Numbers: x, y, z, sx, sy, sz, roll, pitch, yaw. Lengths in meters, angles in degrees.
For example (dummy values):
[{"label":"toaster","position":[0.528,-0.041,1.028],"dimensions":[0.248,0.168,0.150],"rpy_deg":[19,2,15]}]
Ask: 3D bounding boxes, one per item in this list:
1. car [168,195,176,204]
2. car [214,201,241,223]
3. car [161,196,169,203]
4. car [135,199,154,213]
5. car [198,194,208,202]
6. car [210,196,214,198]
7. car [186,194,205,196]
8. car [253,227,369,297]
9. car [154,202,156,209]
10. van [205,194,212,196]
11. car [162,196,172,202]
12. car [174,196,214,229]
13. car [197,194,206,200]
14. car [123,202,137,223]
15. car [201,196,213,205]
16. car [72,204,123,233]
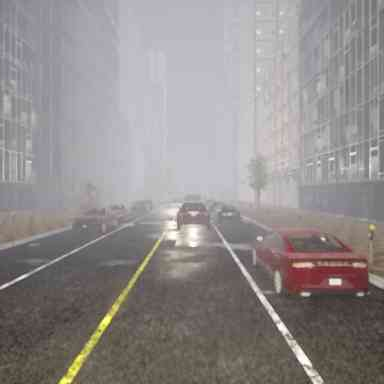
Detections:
[{"label":"car","position":[-3.032,1.626,65.866],"dimensions":[1.994,1.385,4.181],"rpy_deg":[0,0,0]},{"label":"car","position":[2.685,1.604,25.552],"dimensions":[1.947,1.339,4.313],"rpy_deg":[0,0,0]},{"label":"car","position":[-5.709,1.594,70.927],"dimensions":[1.752,1.417,4.829],"rpy_deg":[0,0,0]},{"label":"car","position":[-5.699,1.595,36.942],"dimensions":[1.887,1.381,4.507],"rpy_deg":[0,0,0]},{"label":"car","position":[2.670,1.384,82.474],"dimensions":[2.192,1.841,5.009],"rpy_deg":[0,0,0]},{"label":"car","position":[2.679,1.626,48.320],"dimensions":[1.947,1.339,4.313],"rpy_deg":[0,0,0]},{"label":"car","position":[0.087,1.277,40.681],"dimensions":[2.150,2.045,5.566],"rpy_deg":[0,0,0]},{"label":"car","position":[2.689,1.560,8.475],"dimensions":[1.887,1.381,4.507],"rpy_deg":[0,0,0]},{"label":"car","position":[-5.701,1.621,42.634],"dimensions":[1.947,1.339,4.313],"rpy_deg":[0,0,0]},{"label":"van","position":[2.677,1.404,54.014],"dimensions":[1.690,1.788,3.998],"rpy_deg":[0,0,0]},{"label":"car","position":[-5.710,1.620,76.791],"dimensions":[2.008,1.369,4.403],"rpy_deg":[0,0,0]},{"label":"car","position":[0.093,1.385,22.212],"dimensions":[2.097,1.767,4.553],"rpy_deg":[0,0,0]},{"label":"car","position":[2.667,1.383,93.859],"dimensions":[2.192,1.841,5.009],"rpy_deg":[0,0,0]},{"label":"car","position":[-5.696,1.620,25.557],"dimensions":[1.802,1.307,4.206],"rpy_deg":[0,0,0]},{"label":"car","position":[2.676,1.506,59.705],"dimensions":[1.967,1.590,4.097],"rpy_deg":[0,0,0]},{"label":"car","position":[-5.694,1.576,19.863],"dimensions":[1.887,1.381,4.507],"rpy_deg":[0,0,0]}]
